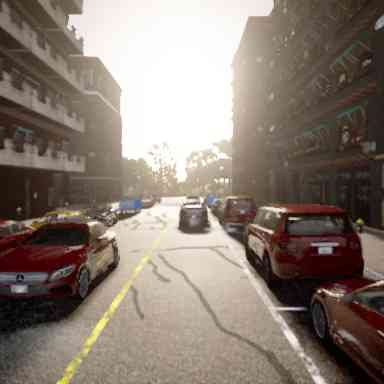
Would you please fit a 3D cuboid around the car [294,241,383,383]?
[{"bbox_3d":[2.677,1.550,3.533,1.802,1.307,4.206,-1,1,0],"label":"car"}]

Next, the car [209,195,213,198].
[{"bbox_3d":[2.685,1.268,31.153,1.887,1.381,4.507,-1,1,0],"label":"car"}]

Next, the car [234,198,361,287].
[{"bbox_3d":[2.674,1.235,9.054,2.192,1.841,5.009,-1,1,0],"label":"car"}]

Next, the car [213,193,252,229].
[{"bbox_3d":[2.678,1.137,20.103,2.192,1.841,5.009,-1,1,0],"label":"car"}]

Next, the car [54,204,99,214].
[{"bbox_3d":[-5.700,1.398,14.365,1.752,1.417,4.829,-1,1,0],"label":"car"}]

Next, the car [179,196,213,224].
[{"bbox_3d":[0.107,1.290,22.848,2.128,1.511,4.902,0,1,0],"label":"car"}]

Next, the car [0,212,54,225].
[{"bbox_3d":[-5.701,1.465,9.011,1.887,1.381,4.507,-1,1,0],"label":"car"}]

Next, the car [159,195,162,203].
[{"bbox_3d":[-5.784,1.106,53.197,1.802,1.307,4.206,-1,1,0],"label":"car"}]

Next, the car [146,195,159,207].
[{"bbox_3d":[-5.691,1.151,41.985,1.752,1.417,4.829,-1,1,0],"label":"car"}]

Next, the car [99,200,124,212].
[{"bbox_3d":[-5.697,1.388,20.059,1.947,1.339,4.313,-1,1,0],"label":"car"}]

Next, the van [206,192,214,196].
[{"bbox_3d":[2.685,0.965,42.199,1.690,1.788,3.998,-1,1,0],"label":"van"}]

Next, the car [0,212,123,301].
[{"bbox_3d":[-3.078,1.452,8.272,1.812,1.442,4.674,0,1,0],"label":"car"}]

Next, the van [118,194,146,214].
[{"bbox_3d":[-5.698,1.065,31.105,1.690,1.788,3.998,-1,1,0],"label":"van"}]

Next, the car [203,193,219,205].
[{"bbox_3d":[2.688,1.014,47.724,1.967,1.590,4.097,-1,1,0],"label":"car"}]
